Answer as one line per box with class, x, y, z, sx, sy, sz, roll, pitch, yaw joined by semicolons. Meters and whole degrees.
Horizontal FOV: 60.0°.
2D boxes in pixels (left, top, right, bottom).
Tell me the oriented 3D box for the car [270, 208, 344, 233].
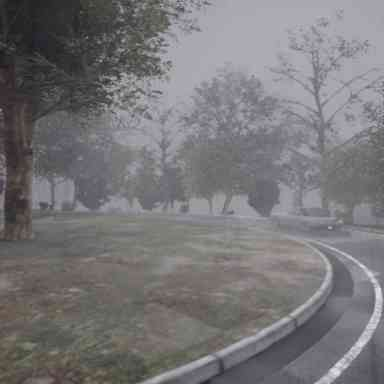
car;6.752;1.639;20.241;1.895;1.301;4.718;1;0;-21
